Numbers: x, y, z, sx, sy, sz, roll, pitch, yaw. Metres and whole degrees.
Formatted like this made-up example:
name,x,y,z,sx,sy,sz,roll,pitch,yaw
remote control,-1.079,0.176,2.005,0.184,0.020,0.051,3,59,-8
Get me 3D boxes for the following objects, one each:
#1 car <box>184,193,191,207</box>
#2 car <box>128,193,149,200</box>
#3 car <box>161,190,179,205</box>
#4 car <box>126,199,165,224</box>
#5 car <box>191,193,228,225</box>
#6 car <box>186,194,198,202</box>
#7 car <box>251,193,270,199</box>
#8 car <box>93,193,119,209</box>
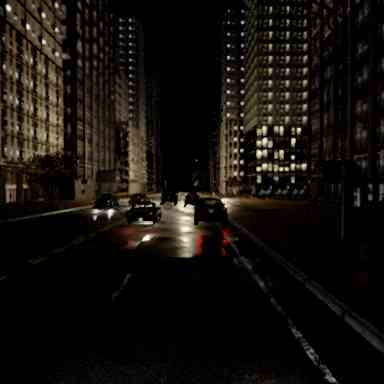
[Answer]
name,x,y,z,sx,sy,sz,roll,pitch,yaw
car,0.050,0.915,42.230,2.097,1.767,4.553,0,1,1
car,-6.566,0.926,41.296,2.097,1.767,4.553,0,1,0
car,-3.141,0.734,47.165,2.150,2.045,5.566,0,1,0
car,-3.145,1.366,22.641,1.895,1.301,4.718,0,1,0
car,1.141,1.125,21.827,2.097,1.767,4.553,0,1,0
car,0.012,1.008,57.509,1.895,1.301,4.718,0,1,0
car,15.937,1.029,77.353,4.403,1.369,2.008,1,1,-1
car,-9.817,0.956,38.279,2.097,1.767,4.553,0,1,0
